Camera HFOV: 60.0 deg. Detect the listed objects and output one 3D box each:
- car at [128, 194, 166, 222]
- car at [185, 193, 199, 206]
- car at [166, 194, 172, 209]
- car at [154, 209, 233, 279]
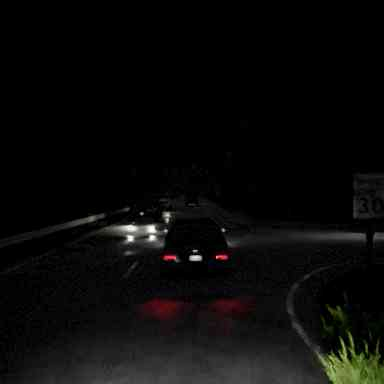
[{"bbox_3d":[-3.596,1.209,26.565,2.150,2.045,5.566,0,0,0],"label":"car"},{"bbox_3d":[-0.002,1.196,53.865,2.150,2.045,5.566,0,0,0],"label":"car"},{"bbox_3d":[-3.588,1.205,40.363,2.150,2.045,5.566,0,0,0],"label":"car"},{"bbox_3d":[0.080,1.499,9.976,2.033,1.411,5.357,-1,1,0],"label":"car"}]
